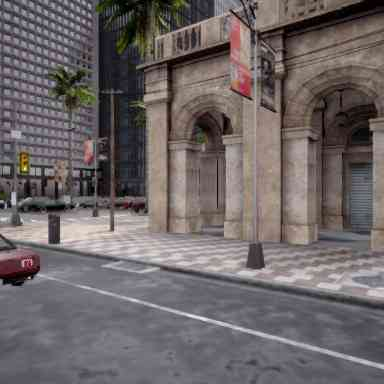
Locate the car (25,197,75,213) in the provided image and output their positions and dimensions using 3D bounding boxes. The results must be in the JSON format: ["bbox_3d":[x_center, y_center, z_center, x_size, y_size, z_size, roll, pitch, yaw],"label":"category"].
[{"bbox_3d":[-15.728,1.601,37.415,1.895,1.301,4.718,0,0,36],"label":"car"}]

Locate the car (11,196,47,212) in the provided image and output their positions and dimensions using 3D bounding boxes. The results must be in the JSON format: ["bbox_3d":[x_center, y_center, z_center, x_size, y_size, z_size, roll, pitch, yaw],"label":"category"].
[{"bbox_3d":[-18.733,1.352,39.233,2.097,1.767,4.553,0,0,36],"label":"car"}]

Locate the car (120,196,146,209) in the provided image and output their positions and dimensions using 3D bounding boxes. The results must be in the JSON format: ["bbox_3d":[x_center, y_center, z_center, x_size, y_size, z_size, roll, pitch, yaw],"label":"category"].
[{"bbox_3d":[-6.703,1.352,43.605,2.097,1.767,4.553,0,0,36],"label":"car"}]

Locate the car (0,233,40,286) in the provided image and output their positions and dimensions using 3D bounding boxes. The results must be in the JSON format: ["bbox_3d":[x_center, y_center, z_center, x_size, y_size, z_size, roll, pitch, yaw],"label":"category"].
[{"bbox_3d":[-5.794,1.601,8.181,4.718,1.301,1.895,0,0,37],"label":"car"}]

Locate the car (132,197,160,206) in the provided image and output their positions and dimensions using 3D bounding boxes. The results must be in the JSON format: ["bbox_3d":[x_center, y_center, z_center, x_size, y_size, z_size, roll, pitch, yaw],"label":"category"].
[{"bbox_3d":[-7.478,1.526,54.818,1.812,1.442,4.674,0,0,36],"label":"car"}]

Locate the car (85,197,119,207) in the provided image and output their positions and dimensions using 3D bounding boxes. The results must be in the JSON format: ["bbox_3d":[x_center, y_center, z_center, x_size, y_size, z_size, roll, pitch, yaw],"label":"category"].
[{"bbox_3d":[-13.870,1.513,51.260,2.161,1.482,4.786,0,0,35],"label":"car"}]

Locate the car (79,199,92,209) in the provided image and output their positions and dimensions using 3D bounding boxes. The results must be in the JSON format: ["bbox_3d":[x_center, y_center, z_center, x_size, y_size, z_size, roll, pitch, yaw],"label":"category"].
[{"bbox_3d":[-13.195,1.547,46.914,2.033,1.411,5.357,0,0,36],"label":"car"}]

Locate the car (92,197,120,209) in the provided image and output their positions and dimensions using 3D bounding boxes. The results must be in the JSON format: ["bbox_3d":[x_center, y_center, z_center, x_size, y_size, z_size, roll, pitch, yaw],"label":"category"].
[{"bbox_3d":[-10.423,1.491,44.770,2.128,1.511,4.902,0,0,36],"label":"car"}]
